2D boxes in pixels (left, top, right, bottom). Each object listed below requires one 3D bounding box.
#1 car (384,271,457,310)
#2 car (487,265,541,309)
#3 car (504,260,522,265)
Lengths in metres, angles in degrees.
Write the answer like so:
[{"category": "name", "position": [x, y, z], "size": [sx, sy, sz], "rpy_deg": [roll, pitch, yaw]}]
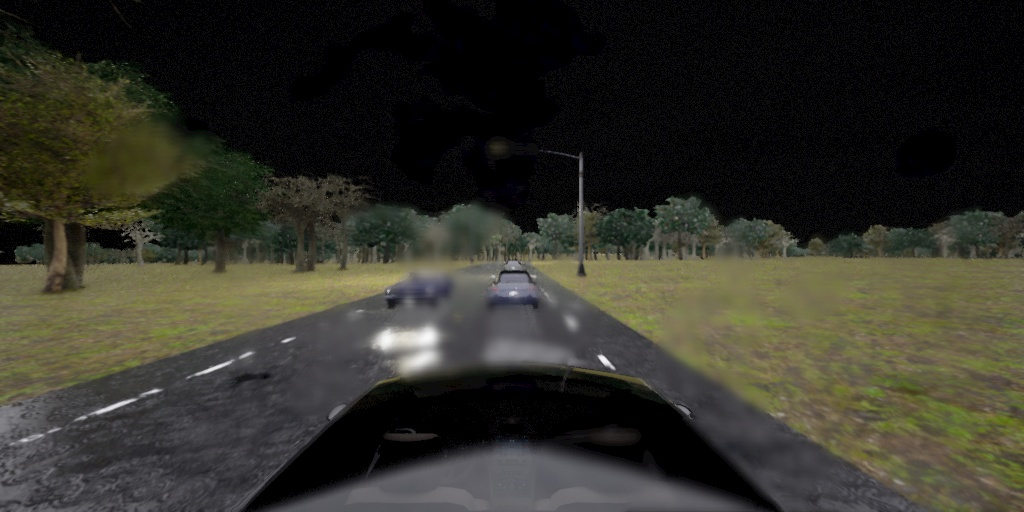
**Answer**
[{"category": "car", "position": [-3.545, 1.290, 14.610], "size": [1.895, 1.301, 4.718], "rpy_deg": [0, 0, 0]}, {"category": "car", "position": [0.084, 1.254, 14.521], "size": [1.994, 1.385, 4.181], "rpy_deg": [0, 1, 0]}, {"category": "car", "position": [0.111, 1.094, 36.765], "size": [1.994, 1.385, 4.181], "rpy_deg": [0, 0, 0]}]
